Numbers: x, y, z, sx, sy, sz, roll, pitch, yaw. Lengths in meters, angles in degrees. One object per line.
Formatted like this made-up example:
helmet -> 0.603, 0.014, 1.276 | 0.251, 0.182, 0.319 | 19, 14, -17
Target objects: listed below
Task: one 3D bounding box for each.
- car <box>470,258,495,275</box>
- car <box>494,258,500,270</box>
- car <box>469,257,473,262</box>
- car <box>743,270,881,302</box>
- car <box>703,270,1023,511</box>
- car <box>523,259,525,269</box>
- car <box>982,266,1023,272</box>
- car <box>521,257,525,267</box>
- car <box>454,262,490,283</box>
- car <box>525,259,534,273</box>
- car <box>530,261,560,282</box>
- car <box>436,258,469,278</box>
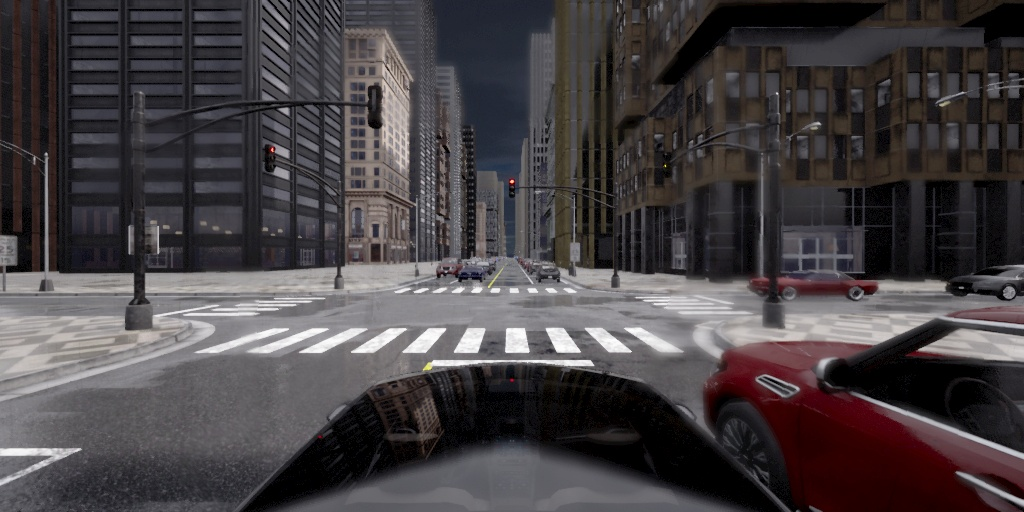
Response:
car -> -3.087, 1.277, 38.415 | 1.812, 1.442, 4.674 | 0, 0, 0
car -> -3.076, 1.301, 48.784 | 2.033, 1.411, 5.357 | 0, 0, 0
car -> -5.749, 1.191, 39.464 | 1.967, 1.591, 4.097 | 0, 0, 0
car -> 13.524, 1.313, 16.361 | 4.718, 1.301, 1.895 | 0, 0, 0
car -> 2.762, 1.065, 1.215 | 2.192, 1.841, 5.009 | 0, 0, 0
car -> 2.778, 1.297, 45.110 | 1.888, 1.381, 4.507 | 0, 0, 0
car -> 22.959, 1.196, 16.404 | 4.892, 1.490, 1.837 | 0, 0, 0
car -> 2.782, 1.195, 56.391 | 1.967, 1.591, 4.097 | 0, 0, 0
car -> -3.090, 1.350, 28.447 | 1.895, 1.301, 4.718 | 0, 0, 0
car -> 2.776, 1.301, 39.469 | 2.007, 1.370, 4.403 | 0, 0, 0
car -> 2.772, 1.300, 28.188 | 2.007, 1.370, 4.403 | 0, 0, 0
car -> -5.751, 1.065, 33.822 | 2.192, 1.841, 5.009 | 0, 0, 0
